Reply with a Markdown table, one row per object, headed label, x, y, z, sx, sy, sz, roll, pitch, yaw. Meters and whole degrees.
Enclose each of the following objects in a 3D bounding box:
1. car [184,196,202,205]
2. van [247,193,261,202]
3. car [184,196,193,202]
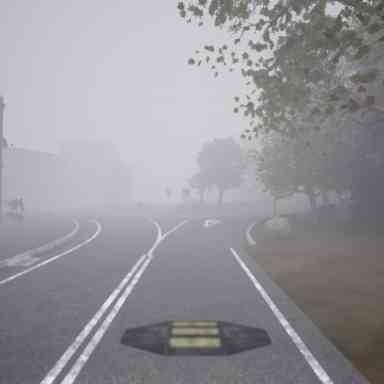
| label | x | y | z | sx | sy | sz | roll | pitch | yaw |
| --- | --- | --- | --- | --- | --- | --- | --- | --- | --- |
| car | 0.117 | 1.841 | 62.326 | 1.895 | 1.301 | 4.718 | 0 | 0 | -16 |
| van | 18.184 | 1.783 | 91.860 | 4.442 | 1.987 | 1.878 | 0 | 1 | 1 |
| car | -0.851 | 1.665 | 79.448 | 1.882 | 1.535 | 5.008 | 0 | 0 | 1 |
